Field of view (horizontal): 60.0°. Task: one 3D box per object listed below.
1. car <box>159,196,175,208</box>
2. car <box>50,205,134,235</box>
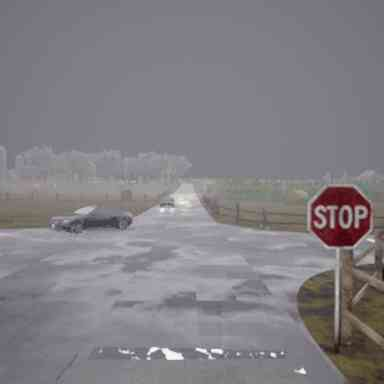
[{"bbox_3d":[-3.090,1.280,42.566,2.033,1.411,5.357,0,1,0],"label":"car"},{"bbox_3d":[-5.409,1.455,18.507,1.812,1.442,4.674,4,2,43],"label":"car"}]
